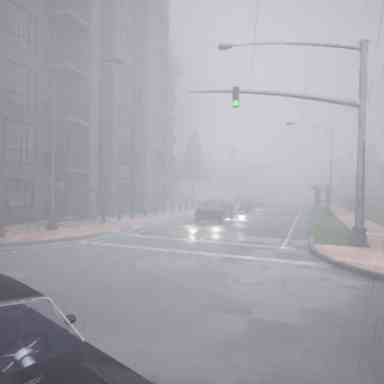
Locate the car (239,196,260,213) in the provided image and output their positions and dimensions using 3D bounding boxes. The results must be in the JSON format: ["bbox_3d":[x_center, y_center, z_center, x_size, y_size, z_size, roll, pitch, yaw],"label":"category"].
[{"bbox_3d":[5.024,1.236,33.003,2.128,1.511,4.902,1,1,20],"label":"car"}]

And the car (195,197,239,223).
[{"bbox_3d":[1.705,1.253,23.644,1.882,1.535,5.008,1,1,20],"label":"car"}]

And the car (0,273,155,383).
[{"bbox_3d":[-1.901,1.521,2.646,4.718,1.301,1.895,2,1,42],"label":"car"}]

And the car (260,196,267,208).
[{"bbox_3d":[8.452,1.261,42.562,2.033,1.411,5.357,1,1,20],"label":"car"}]
